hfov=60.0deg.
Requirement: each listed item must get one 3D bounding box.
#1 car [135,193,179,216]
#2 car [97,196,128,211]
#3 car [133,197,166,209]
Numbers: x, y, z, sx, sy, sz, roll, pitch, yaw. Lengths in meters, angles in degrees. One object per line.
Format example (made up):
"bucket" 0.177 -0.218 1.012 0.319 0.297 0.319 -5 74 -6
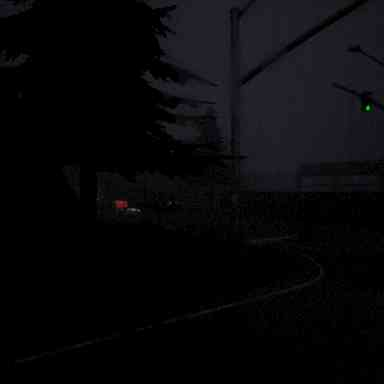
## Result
"car" -3.294 1.109 32.116 2.150 2.045 5.566 -1 0 -30
"car" -9.624 1.237 39.083 4.553 1.767 2.097 -1 0 38
"car" -5.448 1.418 43.157 1.994 1.385 4.181 0 0 37
